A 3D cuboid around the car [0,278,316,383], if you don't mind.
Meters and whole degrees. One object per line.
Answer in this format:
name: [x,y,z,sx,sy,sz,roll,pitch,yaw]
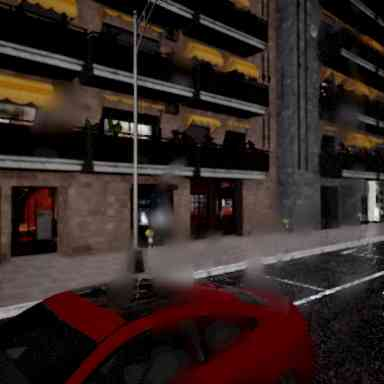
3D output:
car: [-0.734,1.571,2.698,4.674,1.442,1.812,0,-1,-41]
